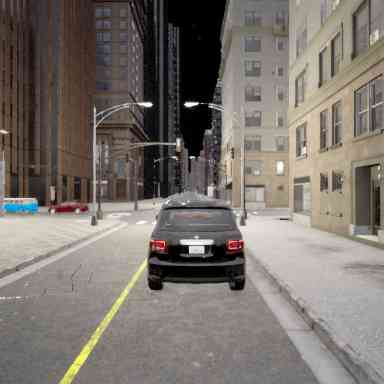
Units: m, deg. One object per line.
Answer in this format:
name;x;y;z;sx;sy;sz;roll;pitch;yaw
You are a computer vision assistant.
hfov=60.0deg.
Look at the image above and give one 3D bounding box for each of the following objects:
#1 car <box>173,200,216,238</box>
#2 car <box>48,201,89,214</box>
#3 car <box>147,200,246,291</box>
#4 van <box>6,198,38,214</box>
car;0.126;1.357;18.636;2.097;1.767;4.553;0;0;0
car;-13.917;1.724;37.529;4.507;1.381;1.887;-1;0;0
car;0.115;1.223;9.187;2.150;2.045;5.566;0;0;0
van;-19.544;1.588;37.558;3.998;1.788;1.690;-1;0;0
